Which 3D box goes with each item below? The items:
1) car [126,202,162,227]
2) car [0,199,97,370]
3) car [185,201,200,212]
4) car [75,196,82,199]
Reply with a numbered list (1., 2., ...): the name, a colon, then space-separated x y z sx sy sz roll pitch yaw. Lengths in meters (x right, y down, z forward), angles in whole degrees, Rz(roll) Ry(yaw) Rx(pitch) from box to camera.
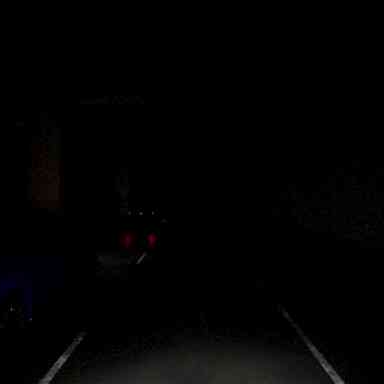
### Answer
1. car: -3.398 1.489 24.334 2.097 1.767 4.553 0 0 0
2. car: -3.398 1.254 5.866 2.150 2.045 5.566 0 0 0
3. car: 0.107 1.786 42.223 2.033 1.411 5.357 0 0 0
4. car: -10.597 1.375 27.617 2.150 2.045 5.566 0 0 0
